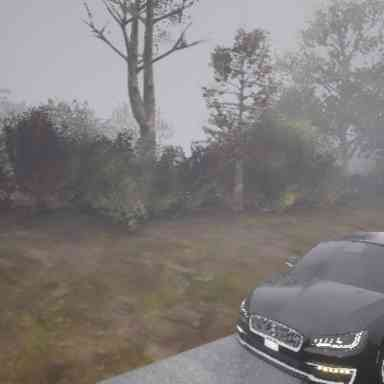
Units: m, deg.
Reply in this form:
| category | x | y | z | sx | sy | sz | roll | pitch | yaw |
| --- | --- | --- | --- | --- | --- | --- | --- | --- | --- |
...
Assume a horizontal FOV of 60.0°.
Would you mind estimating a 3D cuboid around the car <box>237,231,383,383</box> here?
| category | x | y | z | sx | sy | sz | roll | pitch | yaw |
| --- | --- | --- | --- | --- | --- | --- | --- | --- | --- |
| car | 2.835 | 1.460 | 5.243 | 4.892 | 1.490 | 1.837 | -1 | 1 | -37 |
